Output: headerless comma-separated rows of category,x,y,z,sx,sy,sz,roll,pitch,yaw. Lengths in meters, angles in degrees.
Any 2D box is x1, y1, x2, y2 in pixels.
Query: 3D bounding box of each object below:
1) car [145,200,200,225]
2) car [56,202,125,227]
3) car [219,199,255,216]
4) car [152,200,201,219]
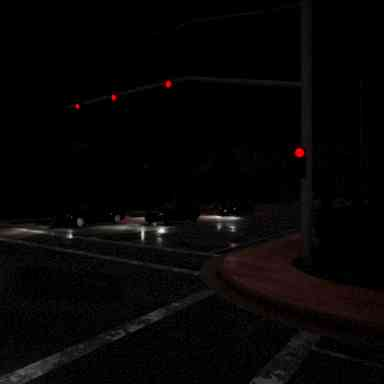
car,-1.358,1.476,24.603,1.882,1.535,5.008,0,0,36
car,-6.874,1.476,22.913,1.882,1.535,5.008,0,0,36
car,4.503,1.503,32.741,1.837,1.490,4.892,0,0,36
car,-1.342,1.503,30.627,1.837,1.490,4.892,0,0,36
